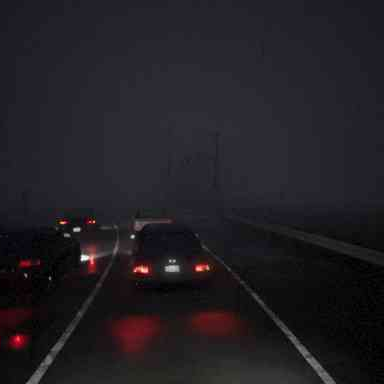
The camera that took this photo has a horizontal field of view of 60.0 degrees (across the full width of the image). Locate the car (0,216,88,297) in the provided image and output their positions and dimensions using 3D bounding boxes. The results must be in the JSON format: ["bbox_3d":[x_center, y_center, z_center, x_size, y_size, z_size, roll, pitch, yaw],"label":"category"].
[{"bbox_3d":[-4.210,1.561,8.532,1.994,1.385,4.181,0,0,-6],"label":"car"}]

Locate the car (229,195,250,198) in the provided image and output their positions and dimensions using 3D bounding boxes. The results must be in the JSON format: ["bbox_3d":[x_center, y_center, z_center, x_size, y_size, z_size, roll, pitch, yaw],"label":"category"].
[{"bbox_3d":[7.775,1.332,61.314,4.553,1.767,2.097,0,0,-20],"label":"car"}]

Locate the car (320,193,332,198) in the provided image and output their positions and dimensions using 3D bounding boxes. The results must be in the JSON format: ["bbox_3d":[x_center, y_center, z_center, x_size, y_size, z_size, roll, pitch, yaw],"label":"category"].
[{"bbox_3d":[30.063,1.200,77.676,5.566,2.045,2.150,0,0,-26],"label":"car"}]

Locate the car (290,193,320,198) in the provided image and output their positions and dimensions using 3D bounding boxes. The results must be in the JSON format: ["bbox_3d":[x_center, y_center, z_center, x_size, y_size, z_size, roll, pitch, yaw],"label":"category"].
[{"bbox_3d":[22.028,1.204,66.380,5.566,2.045,2.150,0,0,-20],"label":"car"}]

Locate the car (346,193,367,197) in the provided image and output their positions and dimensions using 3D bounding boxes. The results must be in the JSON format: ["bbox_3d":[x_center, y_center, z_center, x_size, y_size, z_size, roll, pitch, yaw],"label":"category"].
[{"bbox_3d":[36.248,1.202,73.252,5.566,2.045,2.150,0,0,-30],"label":"car"}]

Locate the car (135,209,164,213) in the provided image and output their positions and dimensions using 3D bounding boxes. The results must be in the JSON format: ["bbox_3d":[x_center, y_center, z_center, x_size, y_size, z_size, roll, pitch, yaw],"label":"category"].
[{"bbox_3d":[-2.375,1.595,18.475,1.895,1.301,4.718,0,0,-12],"label":"car"}]

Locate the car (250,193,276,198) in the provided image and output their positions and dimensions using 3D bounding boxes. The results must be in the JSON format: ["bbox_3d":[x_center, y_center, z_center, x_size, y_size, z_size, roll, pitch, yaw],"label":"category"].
[{"bbox_3d":[15.287,1.202,71.378,5.566,2.045,2.150,0,0,-20],"label":"car"}]

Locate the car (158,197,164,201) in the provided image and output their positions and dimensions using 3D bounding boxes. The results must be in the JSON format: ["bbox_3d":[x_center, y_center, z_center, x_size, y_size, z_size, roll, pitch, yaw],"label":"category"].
[{"bbox_3d":[-4.591,1.330,67.977,4.553,1.767,2.097,0,0,-19],"label":"car"}]

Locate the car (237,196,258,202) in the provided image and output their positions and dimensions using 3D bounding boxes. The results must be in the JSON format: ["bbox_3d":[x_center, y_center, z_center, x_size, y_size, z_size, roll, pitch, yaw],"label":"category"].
[{"bbox_3d":[12.347,1.528,74.039,4.181,1.385,1.994,0,0,-20],"label":"car"}]

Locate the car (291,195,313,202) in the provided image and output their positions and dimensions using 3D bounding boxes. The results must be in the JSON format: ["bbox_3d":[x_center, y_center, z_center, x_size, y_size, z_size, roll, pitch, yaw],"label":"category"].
[{"bbox_3d":[26.222,1.499,79.584,4.902,1.511,2.128,0,0,-26],"label":"car"}]

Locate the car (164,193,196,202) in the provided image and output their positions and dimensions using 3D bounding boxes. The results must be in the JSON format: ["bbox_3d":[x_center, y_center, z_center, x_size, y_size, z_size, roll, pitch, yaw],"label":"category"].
[{"bbox_3d":[-1.963,1.198,65.248,5.566,2.045,2.150,0,0,-20],"label":"car"}]

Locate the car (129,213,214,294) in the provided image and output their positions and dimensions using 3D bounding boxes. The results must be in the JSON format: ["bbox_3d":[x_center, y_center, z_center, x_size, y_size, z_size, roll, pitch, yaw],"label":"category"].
[{"bbox_3d":[-0.695,1.544,8.974,2.033,1.411,5.357,0,0,-7],"label":"car"}]

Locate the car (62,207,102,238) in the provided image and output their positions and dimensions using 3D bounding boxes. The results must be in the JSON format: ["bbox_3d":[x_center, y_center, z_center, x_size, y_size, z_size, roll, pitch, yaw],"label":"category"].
[{"bbox_3d":[-5.689,1.520,17.142,1.812,1.442,4.674,0,0,-13],"label":"car"}]
